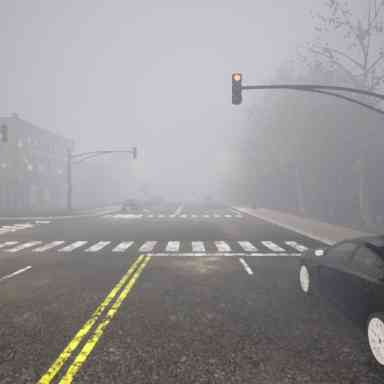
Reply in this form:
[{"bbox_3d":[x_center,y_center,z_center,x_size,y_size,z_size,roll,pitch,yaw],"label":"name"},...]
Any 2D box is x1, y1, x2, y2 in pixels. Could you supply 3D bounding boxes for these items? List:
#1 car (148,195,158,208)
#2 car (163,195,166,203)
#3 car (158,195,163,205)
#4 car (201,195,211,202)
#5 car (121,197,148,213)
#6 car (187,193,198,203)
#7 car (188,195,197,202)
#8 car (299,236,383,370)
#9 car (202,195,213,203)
[{"bbox_3d":[-6.564,1.477,46.967,2.128,1.511,4.902,0,0,0],"label":"car"},{"bbox_3d":[-6.491,1.328,66.713,2.097,1.767,4.553,0,0,1],"label":"car"},{"bbox_3d":[-6.553,1.458,56.634,1.882,1.535,5.008,0,0,0],"label":"car"},{"bbox_3d":[3.293,1.494,79.164,2.128,1.511,4.902,0,0,0],"label":"car"},{"bbox_3d":[-6.573,1.482,36.761,2.128,1.511,4.902,0,0,0],"label":"car"},{"bbox_3d":[0.136,1.197,68.642,2.150,2.045,5.566,0,0,0],"label":"car"},{"bbox_3d":[0.043,1.509,79.285,2.033,1.411,5.357,0,0,0],"label":"car"},{"bbox_3d":[3.345,1.477,5.649,1.882,1.535,5.008,0,0,1],"label":"car"},{"bbox_3d":[3.389,1.480,68.974,1.837,1.490,4.892,0,0,0],"label":"car"}]
